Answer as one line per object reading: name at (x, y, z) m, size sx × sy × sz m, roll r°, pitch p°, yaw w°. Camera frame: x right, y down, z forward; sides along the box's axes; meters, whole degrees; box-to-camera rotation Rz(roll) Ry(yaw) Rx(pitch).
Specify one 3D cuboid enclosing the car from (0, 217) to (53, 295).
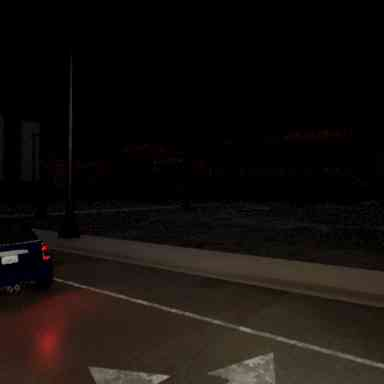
car at (-5.306, 1.346, 7.788) m, size 4.553 × 1.767 × 2.097 m, roll 0°, pitch 0°, yaw 36°

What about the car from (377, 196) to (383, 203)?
car at (39.818, 1.576, 68.035) m, size 1.853 × 1.218 × 4.536 m, roll 1°, pitch 1°, yaw 6°

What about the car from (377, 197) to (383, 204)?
car at (39.811, 1.734, 67.985) m, size 2.038 × 1.542 × 4.974 m, roll 1°, pitch 1°, yaw 6°
